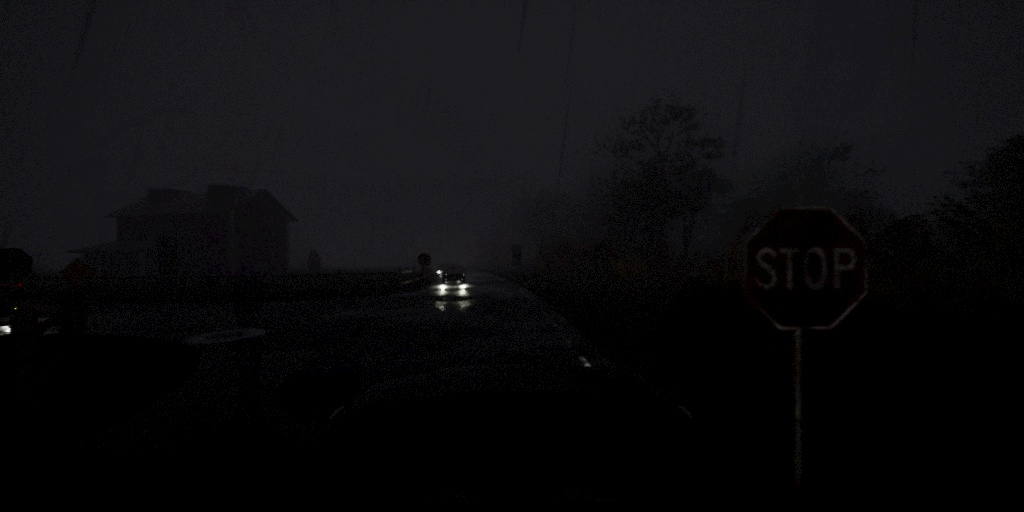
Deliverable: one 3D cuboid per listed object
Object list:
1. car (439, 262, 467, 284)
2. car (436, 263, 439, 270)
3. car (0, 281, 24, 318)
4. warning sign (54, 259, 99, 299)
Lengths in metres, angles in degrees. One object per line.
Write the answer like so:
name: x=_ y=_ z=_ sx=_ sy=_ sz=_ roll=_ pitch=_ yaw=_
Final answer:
car: x=-4.840 y=1.407 z=29.993 sx=1.882 sy=1.535 sz=5.008 roll=0 pitch=0 yaw=-9
car: x=-11.554 y=1.723 z=60.088 sx=1.895 sy=1.301 sz=4.718 roll=0 pitch=0 yaw=-17
car: x=-19.141 y=1.492 z=11.722 sx=4.181 sy=1.385 sz=1.994 roll=0 pitch=0 yaw=1
warning sign: x=-20.746 y=1.054 z=17.097 sx=1.060 sy=1.860 sz=1.300 roll=0 pitch=0 yaw=2
